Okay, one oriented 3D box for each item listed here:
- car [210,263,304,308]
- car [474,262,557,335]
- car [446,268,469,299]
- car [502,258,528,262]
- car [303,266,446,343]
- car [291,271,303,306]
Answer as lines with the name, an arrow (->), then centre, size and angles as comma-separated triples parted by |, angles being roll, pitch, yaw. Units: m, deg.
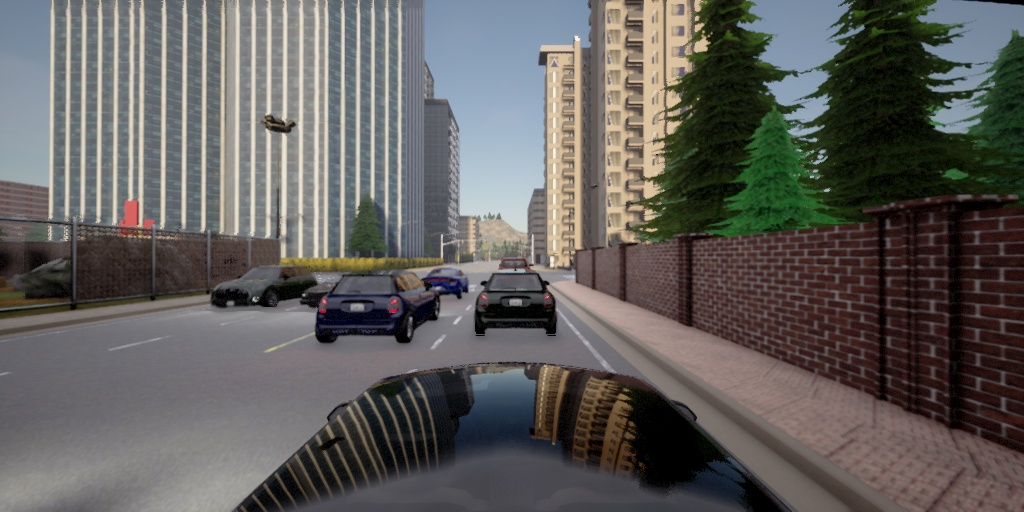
car -> -10.559, 1.203, 15.711 | 2.097, 1.767, 4.553 | 0, 0, 0
car -> 0.095, 1.168, 10.868 | 2.097, 1.767, 4.553 | 0, -1, 0
car -> -3.417, 1.354, 19.030 | 1.882, 1.535, 5.008 | 0, 0, -1
car -> 0.289, 1.141, 24.733 | 2.150, 2.045, 5.566 | -1, 0, 4
car -> -3.405, 1.163, 10.024 | 2.097, 1.767, 4.553 | 0, 0, 0
car -> -7.058, 1.402, 15.934 | 2.033, 1.411, 5.357 | 0, 0, 0
